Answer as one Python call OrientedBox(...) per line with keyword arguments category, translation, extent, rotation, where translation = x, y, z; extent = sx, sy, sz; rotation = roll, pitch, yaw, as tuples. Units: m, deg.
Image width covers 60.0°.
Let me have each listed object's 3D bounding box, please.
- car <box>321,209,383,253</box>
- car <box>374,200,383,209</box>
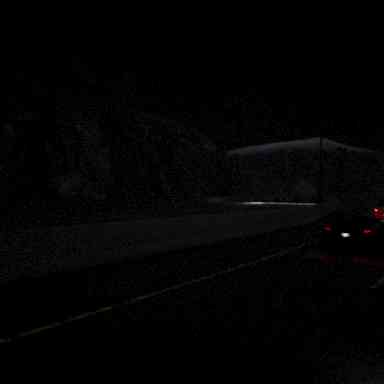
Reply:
OrientedBox(category="car", translation=(6.953, 1.580, 14.017), extent=(1.994, 1.385, 4.181), rotation=(1, 0, 37))
OrientedBox(category="car", translation=(15.711, 1.417, 26.406), extent=(2.097, 1.767, 4.553), rotation=(1, 0, 33))
